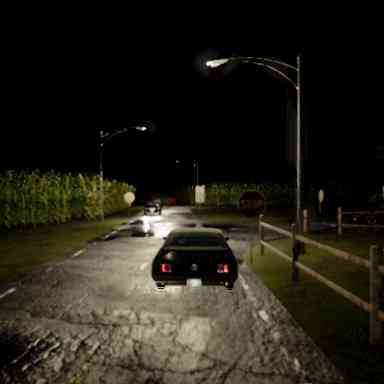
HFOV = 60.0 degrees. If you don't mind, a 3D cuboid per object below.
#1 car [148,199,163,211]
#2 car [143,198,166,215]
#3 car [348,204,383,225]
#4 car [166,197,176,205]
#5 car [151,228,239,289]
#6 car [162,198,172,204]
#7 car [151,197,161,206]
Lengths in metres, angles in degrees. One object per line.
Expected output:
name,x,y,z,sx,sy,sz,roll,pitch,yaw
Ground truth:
car,-5.137,1.805,47.603,2.033,1.411,5.357,0,0,-5
car,-4.231,1.683,36.356,2.128,1.511,4.902,0,0,-4
car,13.185,1.472,22.365,4.718,1.301,1.895,-1,0,3
car,-4.308,1.729,66.623,2.097,1.767,4.553,0,0,-7
car,0.117,1.646,9.273,1.895,1.301,4.718,0,0,2
car,-5.755,1.998,76.593,1.994,1.385,4.181,0,0,-9
car,-6.985,1.845,65.185,1.882,1.535,5.008,0,0,-7
